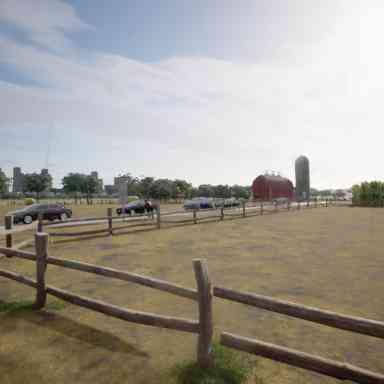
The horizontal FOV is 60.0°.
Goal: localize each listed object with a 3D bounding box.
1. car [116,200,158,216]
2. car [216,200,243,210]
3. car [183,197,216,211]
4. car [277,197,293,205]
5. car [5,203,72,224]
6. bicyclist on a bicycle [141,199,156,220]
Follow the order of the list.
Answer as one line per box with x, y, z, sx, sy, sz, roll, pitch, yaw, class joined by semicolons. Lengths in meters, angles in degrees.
-5.559;1.589;34.010;1.882;1.535;5.008;-2;-1;35;car
5.035;1.643;43.837;1.895;1.301;4.718;-2;-1;35;car
0.744;1.478;42.914;2.097;1.767;4.553;-2;-1;34;car
16.733;1.680;60.323;2.033;1.411;5.357;-2;-2;35;car
-11.604;1.601;25.478;1.837;1.490;4.892;-2;-1;35;car
-3.522;1.419;26.545;1.656;1.620;0.582;0;0;35;bicyclist on a bicycle
